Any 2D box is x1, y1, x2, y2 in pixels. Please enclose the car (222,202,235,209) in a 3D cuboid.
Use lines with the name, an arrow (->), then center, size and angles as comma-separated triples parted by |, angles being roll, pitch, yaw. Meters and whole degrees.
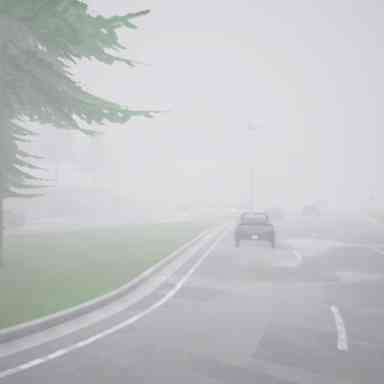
car -> 7.626, 2.536, 62.092 | 1.994, 1.385, 4.181 | 0, -1, 24

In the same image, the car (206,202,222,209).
car -> 4.264, 2.578, 63.109 | 1.895, 1.301, 4.718 | 0, -1, 24

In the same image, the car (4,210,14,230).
car -> -13.194, 1.726, 18.697 | 1.882, 1.535, 5.008 | -1, -1, 39

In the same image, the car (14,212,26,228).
car -> -13.969, 1.880, 23.293 | 1.994, 1.385, 4.181 | -1, -1, 40

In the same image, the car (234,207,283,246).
car -> 3.185, 1.758, 16.729 | 2.128, 1.511, 4.902 | 0, -1, 11

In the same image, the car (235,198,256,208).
car -> 9.719, 2.141, 58.218 | 2.150, 2.045, 5.566 | 0, -1, 24

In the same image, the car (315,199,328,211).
car -> 22.732, 2.188, 58.801 | 2.150, 2.045, 5.566 | 0, -1, 24

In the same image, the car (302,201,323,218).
car -> 13.760, 2.132, 38.238 | 1.837, 1.490, 4.892 | 0, -1, 23

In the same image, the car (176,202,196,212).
car -> -0.863, 2.311, 51.571 | 1.812, 1.442, 4.674 | 0, -1, 24

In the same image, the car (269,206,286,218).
car -> 8.813, 2.133, 35.452 | 1.994, 1.385, 4.181 | 0, -1, 22
